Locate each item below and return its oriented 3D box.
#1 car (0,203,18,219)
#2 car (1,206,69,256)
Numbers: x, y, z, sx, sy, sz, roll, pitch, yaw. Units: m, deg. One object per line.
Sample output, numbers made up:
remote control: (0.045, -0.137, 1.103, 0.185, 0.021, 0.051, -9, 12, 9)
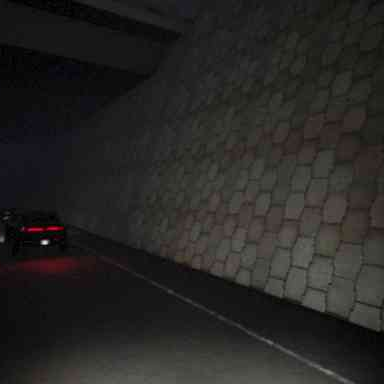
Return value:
car: (-14.068, 1.504, 25.094, 1.895, 1.301, 4.718, 0, 0, -33)
car: (-6.207, 1.455, 13.119, 1.837, 1.490, 4.892, 0, -1, -33)
